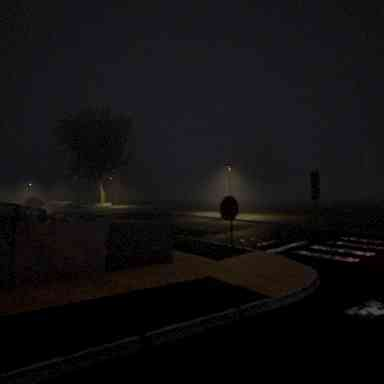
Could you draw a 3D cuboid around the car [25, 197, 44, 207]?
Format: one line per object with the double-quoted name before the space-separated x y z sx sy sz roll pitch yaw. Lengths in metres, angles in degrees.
"car" -23.615 1.476 49.776 1.882 1.535 5.008 -5 3 -38
